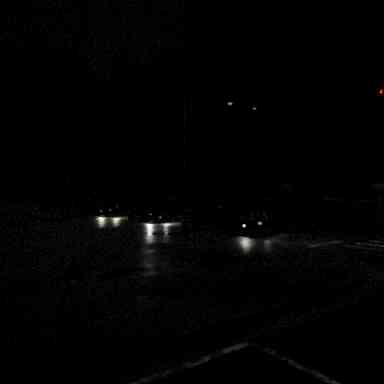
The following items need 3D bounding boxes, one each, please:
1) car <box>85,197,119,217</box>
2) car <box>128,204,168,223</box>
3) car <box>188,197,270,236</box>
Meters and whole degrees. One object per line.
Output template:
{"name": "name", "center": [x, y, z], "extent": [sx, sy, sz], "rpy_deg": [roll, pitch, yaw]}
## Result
{"name": "car", "center": [-10.005, 1.545, 36.533], "extent": [2.150, 2.045, 5.566], "rpy_deg": [0, 0, -36]}
{"name": "car", "center": [-3.825, 1.731, 27.869], "extent": [1.812, 1.442, 4.674], "rpy_deg": [0, 0, -36]}
{"name": "car", "center": [1.978, 1.330, 19.768], "extent": [2.150, 2.045, 5.566], "rpy_deg": [0, 0, -36]}
